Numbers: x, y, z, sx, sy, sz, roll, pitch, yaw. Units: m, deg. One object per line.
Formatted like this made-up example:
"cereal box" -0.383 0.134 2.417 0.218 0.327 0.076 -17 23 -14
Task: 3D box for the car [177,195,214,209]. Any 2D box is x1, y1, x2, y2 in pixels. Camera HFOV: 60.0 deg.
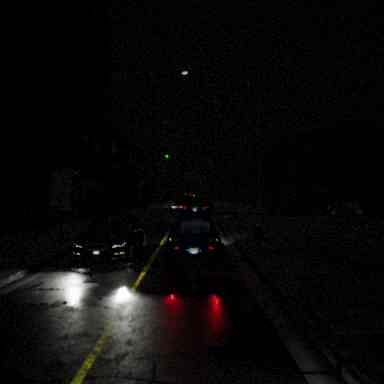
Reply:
"car" 0.486 1.367 26.063 2.150 2.045 5.566 0 -1 6

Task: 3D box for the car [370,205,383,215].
"car" 21.291 1.733 35.166 4.507 1.381 1.887 0 0 0

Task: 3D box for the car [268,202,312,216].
"car" 10.363 1.744 35.174 4.507 1.381 1.887 0 0 0

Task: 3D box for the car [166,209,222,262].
"car" 0.071 1.584 12.219 1.812 1.442 4.674 0 0 0

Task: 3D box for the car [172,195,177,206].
"car" -2.766 1.717 66.584 2.150 2.045 5.566 0 0 0

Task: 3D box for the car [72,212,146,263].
"car" -2.840 1.564 12.299 1.837 1.490 4.892 0 0 0

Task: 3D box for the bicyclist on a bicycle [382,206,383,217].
"bicyclist on a bicycle" 17.374 1.466 29.527 0.582 1.620 1.656 0 -1 0

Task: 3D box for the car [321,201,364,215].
"car" 15.826 1.634 35.172 4.097 1.590 1.967 0 0 0
